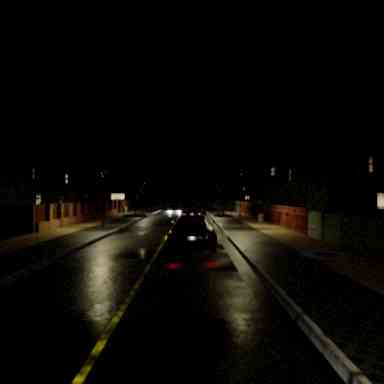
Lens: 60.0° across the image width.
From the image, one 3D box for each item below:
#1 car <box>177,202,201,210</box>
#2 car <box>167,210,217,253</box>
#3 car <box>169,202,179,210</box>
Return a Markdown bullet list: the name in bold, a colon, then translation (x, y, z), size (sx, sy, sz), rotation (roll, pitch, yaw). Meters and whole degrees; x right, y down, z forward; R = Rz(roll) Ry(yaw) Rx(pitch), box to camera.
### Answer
- **car**: translation (0.002, 1.858, 29.005), size (2.033, 1.411, 5.357), rotation (0, -1, 0)
- **car**: translation (0.006, 1.709, 14.344), size (1.994, 1.385, 4.181), rotation (0, -1, 0)
- **car**: translation (-2.750, 2.243, 54.645), size (1.895, 1.301, 4.718), rotation (0, -1, 0)
